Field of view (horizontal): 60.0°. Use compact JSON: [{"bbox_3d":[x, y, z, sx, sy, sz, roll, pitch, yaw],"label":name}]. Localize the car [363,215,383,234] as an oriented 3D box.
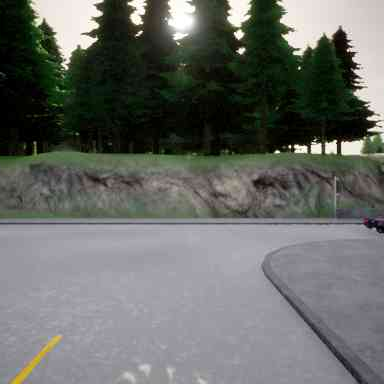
[{"bbox_3d":[11.546,1.601,17.049,4.718,1.301,1.895,0,0,0],"label":"car"}]
